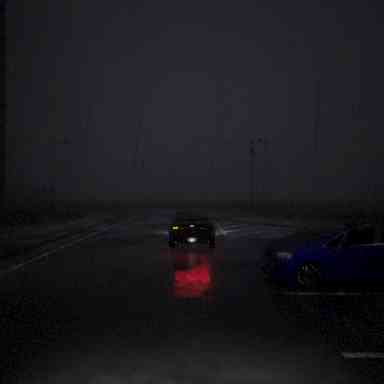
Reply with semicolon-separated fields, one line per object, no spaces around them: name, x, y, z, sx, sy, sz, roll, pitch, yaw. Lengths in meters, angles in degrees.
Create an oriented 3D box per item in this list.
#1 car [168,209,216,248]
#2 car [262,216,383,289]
car;0.000;1.513;14.650;1.837;1.490;4.892;0;0;0
car;4.216;1.476;8.755;4.611;1.667;2.242;0;0;1
